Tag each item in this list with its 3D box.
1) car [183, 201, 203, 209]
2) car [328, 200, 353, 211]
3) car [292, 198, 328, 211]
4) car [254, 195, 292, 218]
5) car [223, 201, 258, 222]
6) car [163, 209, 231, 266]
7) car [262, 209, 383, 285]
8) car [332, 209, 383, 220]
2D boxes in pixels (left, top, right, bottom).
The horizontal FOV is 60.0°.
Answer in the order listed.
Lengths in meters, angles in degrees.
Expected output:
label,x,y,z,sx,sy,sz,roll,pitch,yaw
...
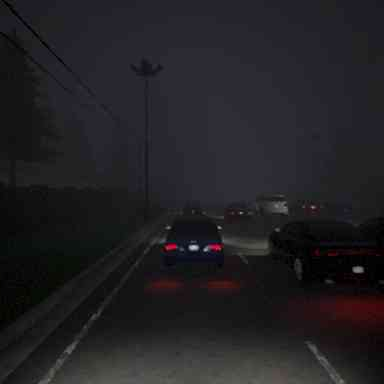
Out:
label,x,y,z,sx,sy,sz,roll,pitch,yaw
car,0.081,1.556,32.409,1.812,1.442,4.674,0,0,0
car,14.089,1.509,32.984,1.882,1.535,5.008,0,0,0
car,10.584,1.382,31.157,2.097,1.767,4.553,0,0,0
car,7.087,1.249,30.480,2.150,2.045,5.566,0,0,0
car,3.564,1.573,26.542,2.033,1.411,5.357,0,0,0
car,0.066,1.559,11.527,2.033,1.411,5.357,0,0,0
car,3.551,1.487,9.536,1.882,1.535,5.008,0,0,1
car,7.064,1.559,11.541,2.033,1.411,5.357,0,0,0
